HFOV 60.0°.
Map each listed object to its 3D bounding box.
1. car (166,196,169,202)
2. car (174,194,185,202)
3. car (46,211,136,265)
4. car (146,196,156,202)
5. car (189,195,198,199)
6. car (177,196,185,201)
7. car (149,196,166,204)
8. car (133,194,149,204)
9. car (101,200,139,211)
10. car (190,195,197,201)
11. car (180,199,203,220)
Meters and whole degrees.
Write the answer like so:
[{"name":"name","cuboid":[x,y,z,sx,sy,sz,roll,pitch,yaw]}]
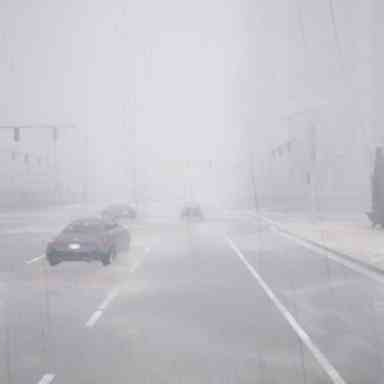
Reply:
[{"name":"car","cuboid":[-6.683,1.669,82.520,2.033,1.411,5.357,0,0,1]},{"name":"car","cuboid":[-3.191,1.389,81.944,2.150,2.045,5.566,0,0,1]},{"name":"car","cuboid":[-3.438,1.587,11.783,1.994,1.385,4.181,0,0,0]},{"name":"car","cuboid":[-10.183,1.683,82.523,1.994,1.385,4.181,0,0,1]},{"name":"car","cuboid":[0.312,1.688,82.130,2.128,1.511,4.902,0,0,1]},{"name":"car","cuboid":[-3.022,1.701,92.586,1.895,1.301,4.718,0,0,1]},{"name":"car","cuboid":[-6.934,1.695,66.949,1.994,1.385,4.181,0,0,1]},{"name":"car","cuboid":[-10.433,1.360,66.907,2.150,2.045,5.566,0,0,1]},{"name":"car","cuboid":[-6.307,1.622,28.094,1.994,1.385,4.181,0,0,-31]},{"name":"car","cuboid":[0.477,1.606,92.500,1.837,1.490,4.892,0,0,1]},{"name":"car","cuboid":[-0.016,1.586,29.109,1.812,1.442,4.674,0,0,0]}]
